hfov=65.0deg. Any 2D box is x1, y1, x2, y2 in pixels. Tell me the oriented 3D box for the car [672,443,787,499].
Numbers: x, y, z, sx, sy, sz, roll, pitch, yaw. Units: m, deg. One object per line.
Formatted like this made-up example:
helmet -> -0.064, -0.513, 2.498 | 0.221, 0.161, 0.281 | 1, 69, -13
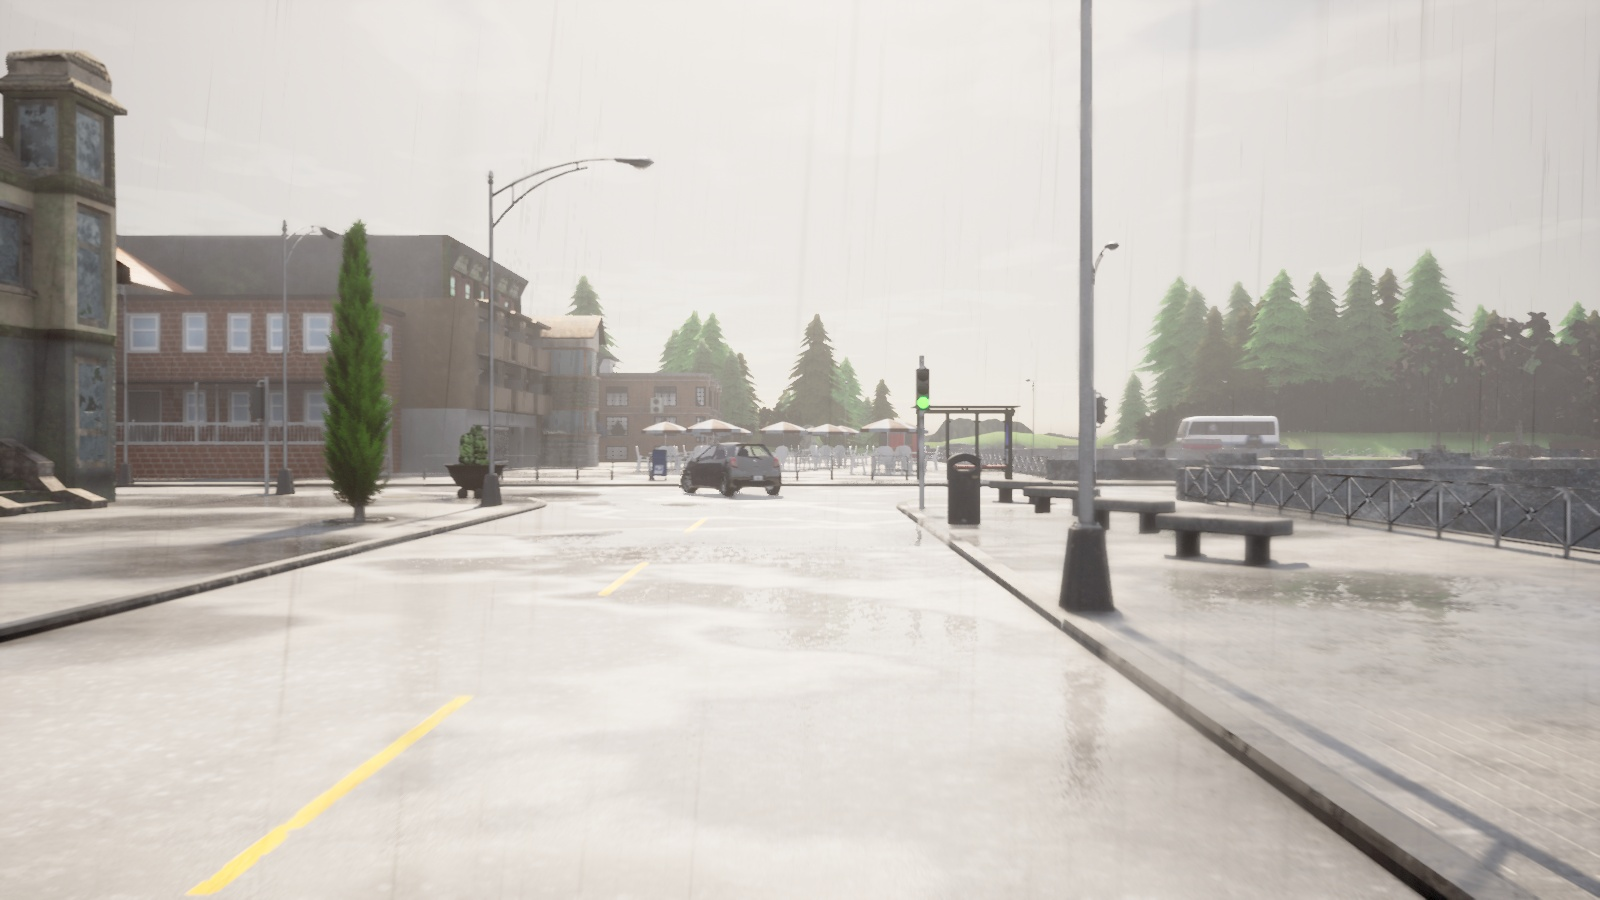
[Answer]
car -> -2.069, 0.557, 35.803 | 1.845, 1.501, 3.633 | 0, 0, -29
